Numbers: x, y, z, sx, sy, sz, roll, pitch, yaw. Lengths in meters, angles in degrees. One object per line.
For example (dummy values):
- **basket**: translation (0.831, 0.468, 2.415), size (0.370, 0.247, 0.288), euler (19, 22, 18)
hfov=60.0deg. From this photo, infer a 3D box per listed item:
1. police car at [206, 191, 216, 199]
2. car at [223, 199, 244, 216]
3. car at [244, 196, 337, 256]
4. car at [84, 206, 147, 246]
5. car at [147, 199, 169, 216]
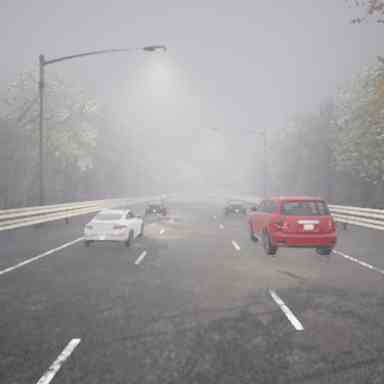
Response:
- **police car**: translation (5.525, 1.123, 91.309), size (2.038, 1.542, 4.974), euler (0, 0, 2)
- **car**: translation (3.849, 1.404, 30.518), size (1.812, 1.442, 4.674), euler (0, 0, 1)
- **car**: translation (3.655, 1.171, 13.041), size (2.150, 2.045, 5.566), euler (0, 0, 0)
- **car**: translation (-3.332, 1.467, 14.701), size (1.812, 1.442, 4.674), euler (0, 0, 0)
- **car**: translation (-3.164, 1.403, 30.558), size (1.812, 1.442, 4.674), euler (0, 0, 1)
